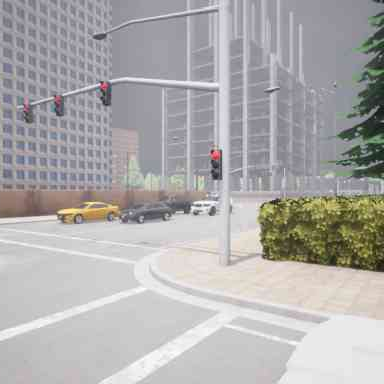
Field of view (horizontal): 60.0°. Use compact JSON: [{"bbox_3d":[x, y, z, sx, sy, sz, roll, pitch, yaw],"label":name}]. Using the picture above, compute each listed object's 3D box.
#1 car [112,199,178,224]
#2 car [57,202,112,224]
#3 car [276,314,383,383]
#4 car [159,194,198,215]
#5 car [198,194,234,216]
[{"bbox_3d":[-3.541,1.560,25.838,1.837,1.490,4.892,0,0,36],"label":"car"},{"bbox_3d":[-7.930,1.533,25.712,1.882,1.535,5.008,0,0,35],"label":"car"},{"bbox_3d":[2.878,1.601,1.914,4.718,1.301,1.895,0,0,36],"label":"car"},{"bbox_3d":[-2.158,1.277,33.800,2.150,2.045,5.566,0,0,35],"label":"car"},{"bbox_3d":[2.186,1.277,33.848,2.150,2.045,5.566,0,0,36],"label":"car"}]
